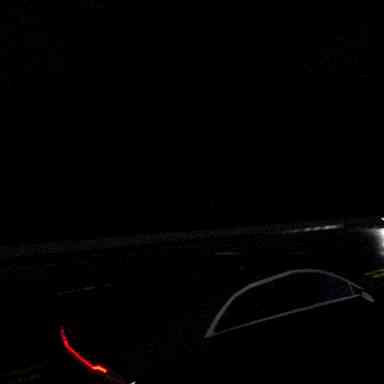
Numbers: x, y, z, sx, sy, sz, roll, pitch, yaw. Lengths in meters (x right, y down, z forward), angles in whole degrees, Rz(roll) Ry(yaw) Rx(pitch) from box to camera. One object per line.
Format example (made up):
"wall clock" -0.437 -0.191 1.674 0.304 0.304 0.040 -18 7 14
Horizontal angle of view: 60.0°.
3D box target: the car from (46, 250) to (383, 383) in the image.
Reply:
"car" 0.876 1.502 4.104 4.902 1.511 2.128 0 0 -35

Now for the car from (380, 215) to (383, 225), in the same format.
"car" 14.610 1.597 22.058 5.357 1.411 2.033 0 0 -35
